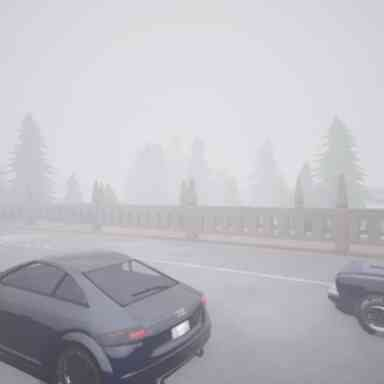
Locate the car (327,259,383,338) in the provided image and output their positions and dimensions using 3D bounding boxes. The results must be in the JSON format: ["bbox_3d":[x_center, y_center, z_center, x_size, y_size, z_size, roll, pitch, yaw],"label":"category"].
[{"bbox_3d":[4.596,1.562,4.874,4.718,1.301,1.895,0,0,36],"label":"car"}]

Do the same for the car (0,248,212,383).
[{"bbox_3d":[-1.818,1.567,4.929,4.181,1.385,1.994,0,0,33],"label":"car"}]
